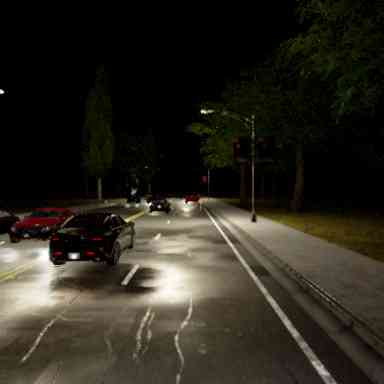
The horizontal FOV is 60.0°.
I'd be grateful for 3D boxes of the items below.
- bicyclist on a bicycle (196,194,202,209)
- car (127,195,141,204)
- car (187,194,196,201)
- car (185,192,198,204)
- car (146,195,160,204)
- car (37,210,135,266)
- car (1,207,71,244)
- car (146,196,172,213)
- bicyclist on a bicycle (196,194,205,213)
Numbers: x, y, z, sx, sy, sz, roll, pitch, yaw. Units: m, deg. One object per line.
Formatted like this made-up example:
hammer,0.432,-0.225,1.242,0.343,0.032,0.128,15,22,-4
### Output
bicyclist on a bicycle,0.835,1.180,40.938,0.659,1.776,1.843,0,0,0
car,-9.890,1.213,56.966,1.882,1.535,5.008,0,0,0
car,-0.108,1.196,74.186,2.033,1.411,5.357,0,0,0
car,0.010,0.958,56.967,2.150,2.045,5.566,0,1,0
car,-6.640,1.298,57.129,1.994,1.385,4.181,0,0,0
car,-3.166,1.452,11.331,1.837,1.490,4.892,0,0,0
car,-6.623,1.453,15.602,1.812,1.442,4.674,0,0,0
car,-3.199,1.403,34.474,1.994,1.385,4.181,0,0,0
bicyclist on a bicycle,0.867,1.286,32.349,0.866,1.612,1.509,0,0,0
